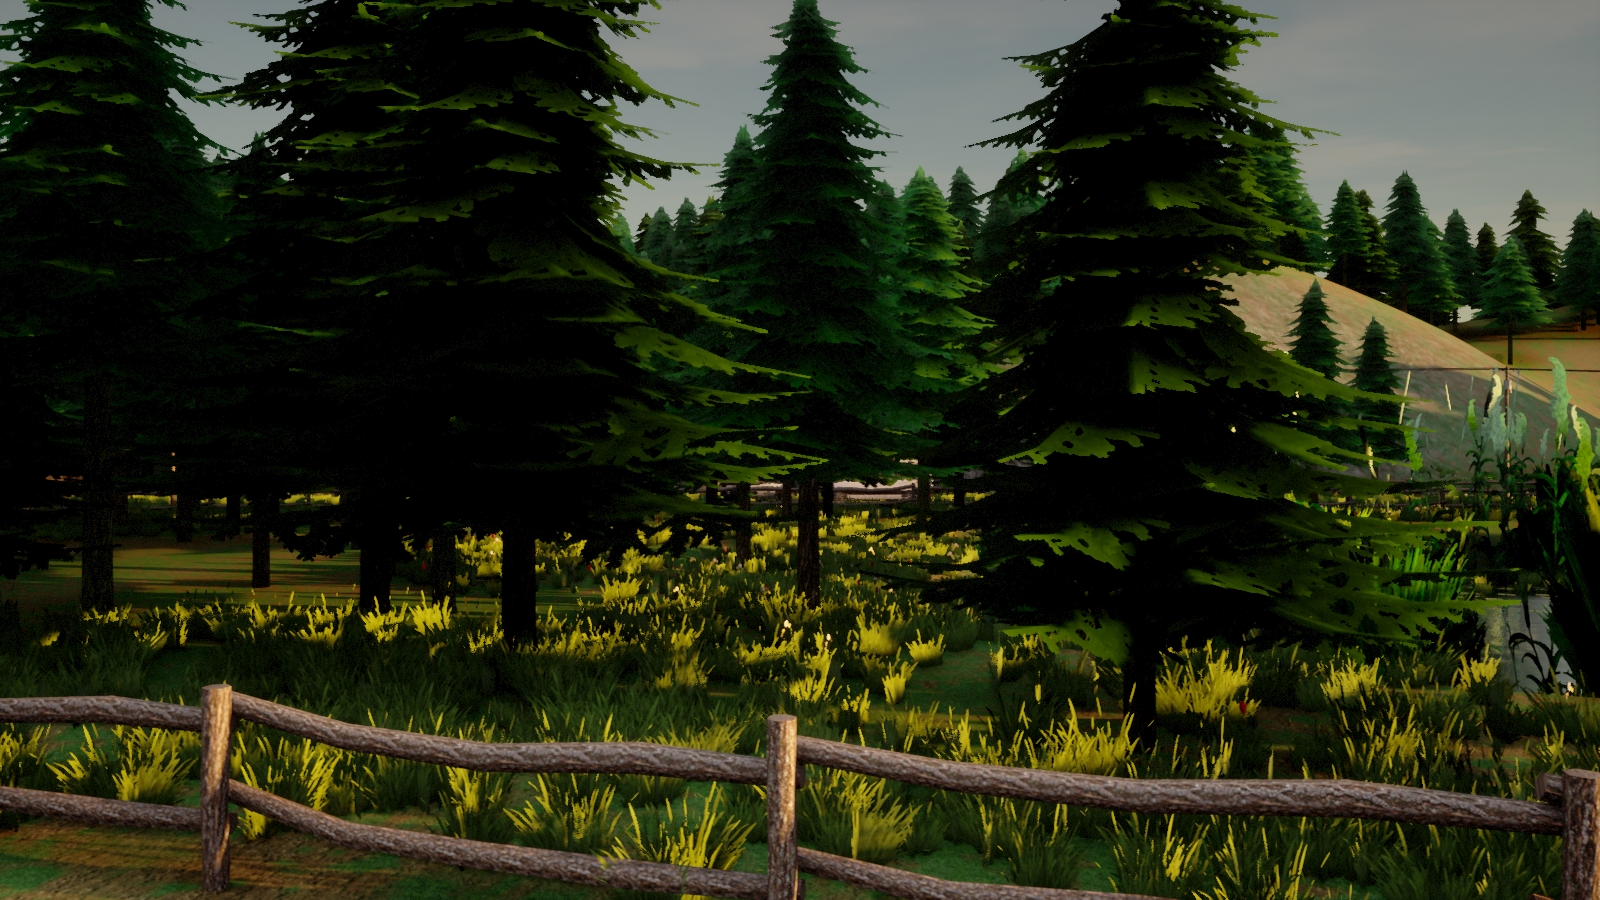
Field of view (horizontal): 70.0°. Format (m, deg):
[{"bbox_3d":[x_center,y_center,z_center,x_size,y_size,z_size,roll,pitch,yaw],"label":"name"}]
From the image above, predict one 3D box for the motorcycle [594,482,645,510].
[{"bbox_3d":[-8.558,2.179,54.109,2.209,1.251,0.867,0,0,14],"label":"motorcycle"}]
